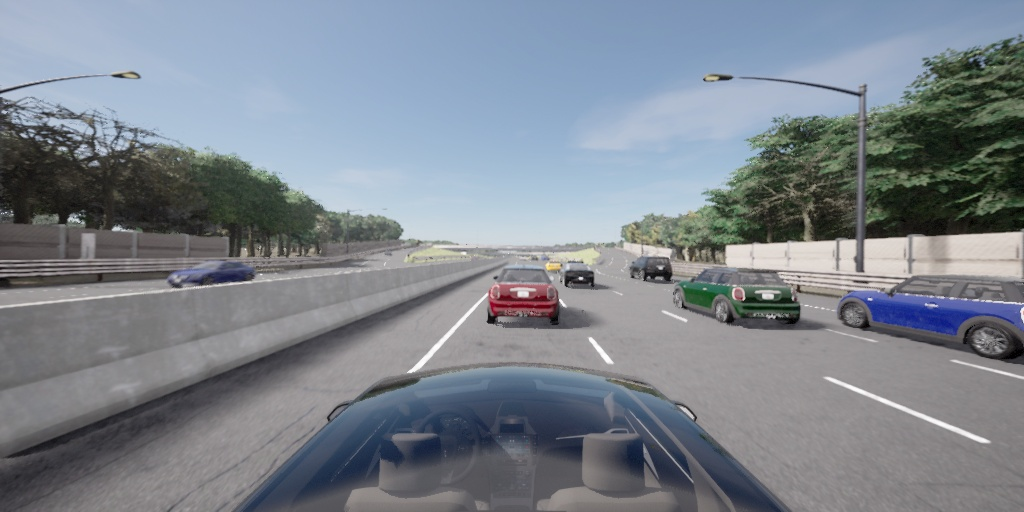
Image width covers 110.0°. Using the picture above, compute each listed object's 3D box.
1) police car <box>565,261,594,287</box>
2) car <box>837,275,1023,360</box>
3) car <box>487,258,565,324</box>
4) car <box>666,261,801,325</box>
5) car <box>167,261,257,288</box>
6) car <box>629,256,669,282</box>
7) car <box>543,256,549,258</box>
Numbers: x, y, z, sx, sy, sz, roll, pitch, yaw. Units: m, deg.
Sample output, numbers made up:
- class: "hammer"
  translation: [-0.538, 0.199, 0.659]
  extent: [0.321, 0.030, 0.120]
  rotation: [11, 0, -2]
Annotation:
- class: "police car"
  translation: [4.325, 1.165, 24.555]
  extent: [1.930, 1.638, 5.238]
  rotation: [1, 0, 2]
- class: "car"
  translation: [10.784, 1.229, 8.857]
  extent: [2.097, 1.767, 4.553]
  rotation: [1, 0, 2]
- class: "car"
  translation: [0.387, 1.079, 12.112]
  extent: [2.097, 1.767, 4.553]
  rotation: [1, 0, 2]
- class: "car"
  translation: [7.399, 1.172, 12.380]
  extent: [2.097, 1.767, 4.553]
  rotation: [1, 0, 2]
- class: "car"
  translation: [-17.004, 0.993, 20.663]
  extent: [1.812, 1.442, 4.674]
  rotation: [1, 0, 2]
- class: "car"
  translation: [11.556, 1.039, 30.215]
  extent: [2.150, 2.045, 5.566]
  rotation: [1, 0, 3]
- class: "car"
  translation: [5.026, 1.145, 43.398]
  extent: [1.801, 1.575, 5.366]
  rotation: [1, 0, 2]
